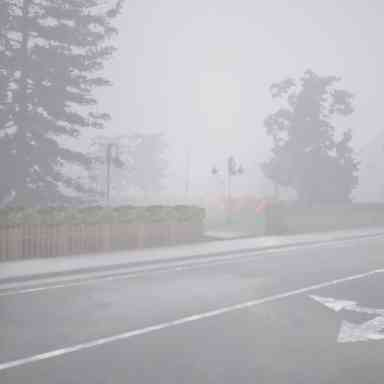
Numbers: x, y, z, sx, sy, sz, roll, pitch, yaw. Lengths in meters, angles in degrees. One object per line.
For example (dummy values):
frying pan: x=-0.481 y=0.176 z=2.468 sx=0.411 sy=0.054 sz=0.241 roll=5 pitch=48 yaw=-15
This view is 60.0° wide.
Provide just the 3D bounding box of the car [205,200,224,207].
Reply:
car: x=4.278 y=2.112 z=62.444 sx=1.994 sy=1.385 sz=4.181 roll=1 pitch=-1 yaw=-35
